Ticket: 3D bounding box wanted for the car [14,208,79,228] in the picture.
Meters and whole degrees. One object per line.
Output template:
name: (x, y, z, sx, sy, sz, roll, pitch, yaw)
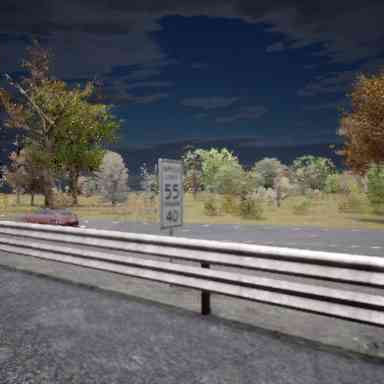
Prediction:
car: (-9.738, 1.761, 22.294, 4.181, 1.385, 1.994, 0, 0, 17)
